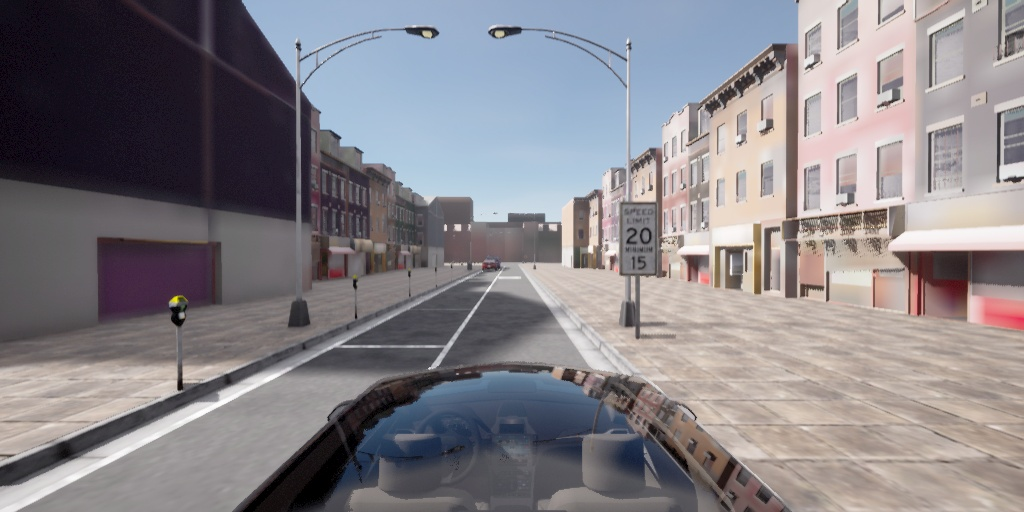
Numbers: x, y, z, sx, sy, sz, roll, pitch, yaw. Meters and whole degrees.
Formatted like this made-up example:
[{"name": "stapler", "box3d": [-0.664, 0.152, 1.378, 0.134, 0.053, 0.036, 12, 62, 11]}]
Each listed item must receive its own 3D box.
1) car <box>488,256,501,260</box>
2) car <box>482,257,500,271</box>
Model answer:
[{"name": "car", "box3d": [-2.981, 0.989, 56.699, 2.150, 2.045, 5.566, 0, 0, 0]}, {"name": "car", "box3d": [-3.015, 1.227, 49.669, 1.882, 1.535, 5.008, 0, 0, 0]}]
